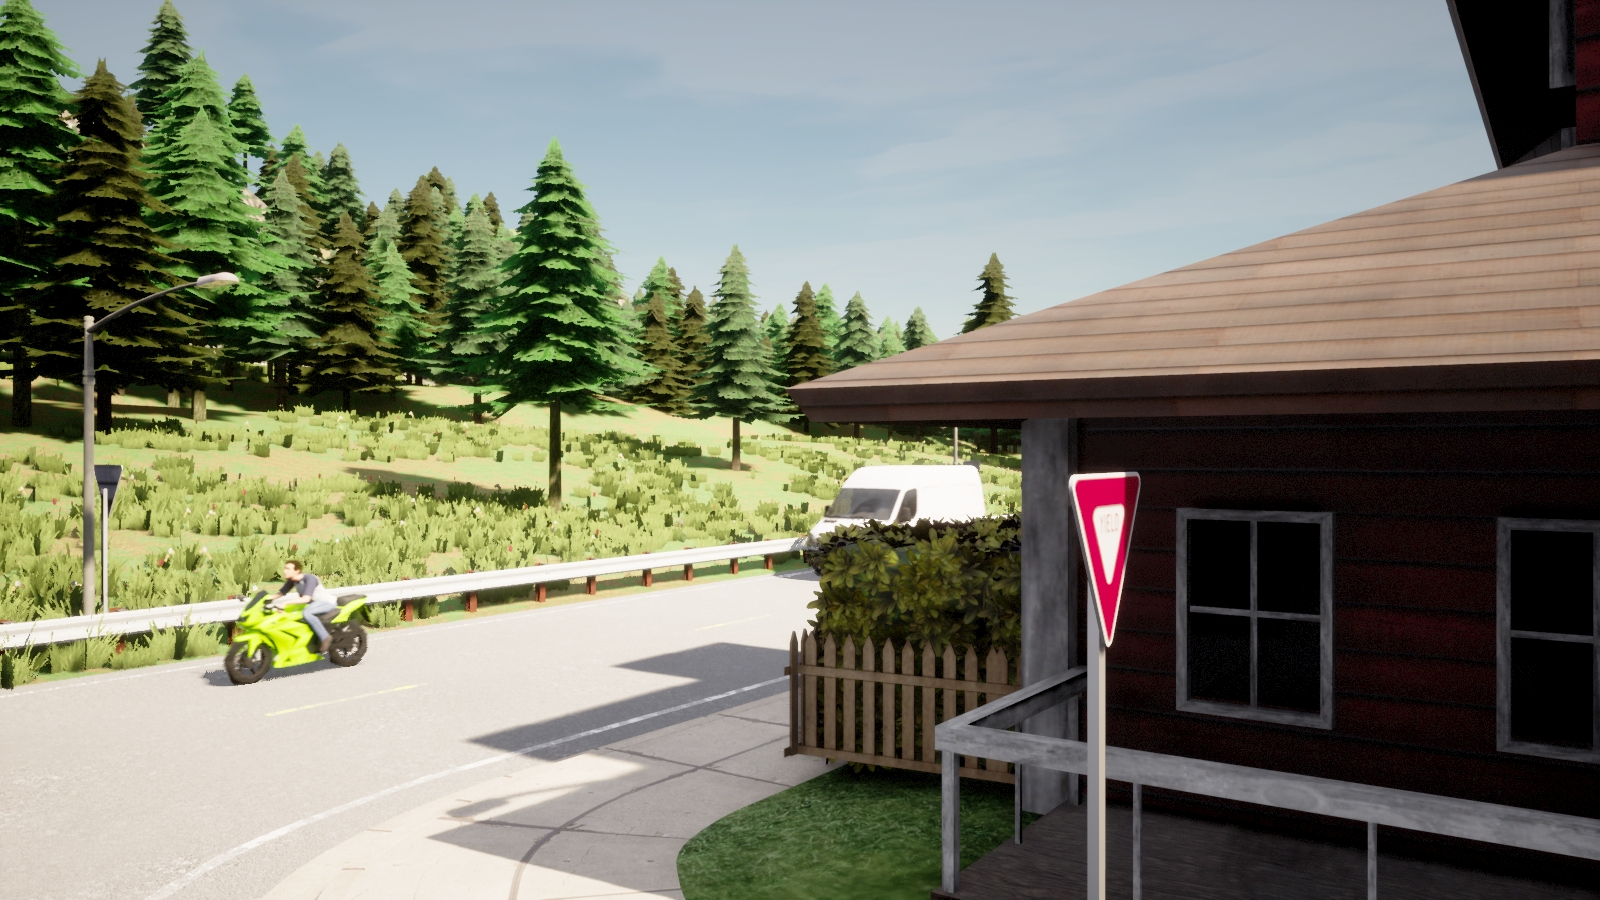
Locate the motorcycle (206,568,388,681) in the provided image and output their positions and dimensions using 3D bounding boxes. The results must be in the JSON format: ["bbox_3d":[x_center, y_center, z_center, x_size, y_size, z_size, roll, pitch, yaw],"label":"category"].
[{"bbox_3d":[-6.494,2.213,14.860,0.803,1.145,2.033,0,0,35],"label":"motorcycle"}]

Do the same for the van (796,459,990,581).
[{"bbox_3d":[2.404,1.534,27.635,1.988,2.561,5.915,0,0,35],"label":"van"}]
